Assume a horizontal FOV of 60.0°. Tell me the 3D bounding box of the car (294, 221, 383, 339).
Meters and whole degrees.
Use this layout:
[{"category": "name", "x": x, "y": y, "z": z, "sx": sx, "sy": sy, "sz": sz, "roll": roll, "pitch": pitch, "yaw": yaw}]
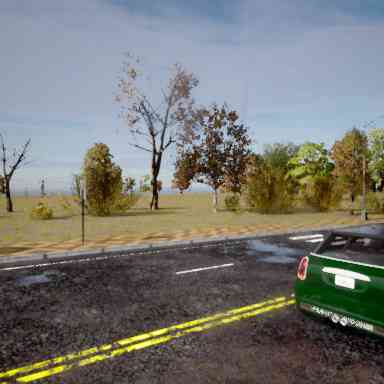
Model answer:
[{"category": "car", "x": 4.027, "y": 1.351, "z": 6.137, "sx": 4.553, "sy": 1.767, "sz": 2.097, "roll": 0, "pitch": 0, "yaw": -34}]
